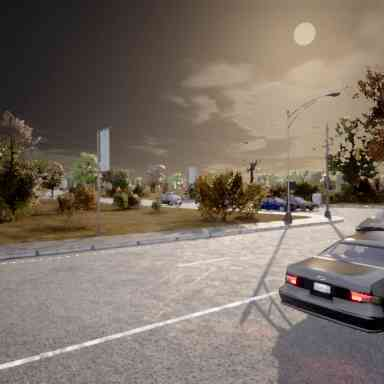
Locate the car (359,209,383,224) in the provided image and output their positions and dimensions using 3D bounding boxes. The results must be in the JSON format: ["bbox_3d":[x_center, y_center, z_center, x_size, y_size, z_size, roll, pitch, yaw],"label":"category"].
[{"bbox_3d":[9.658,1.465,15.479,5.357,1.411,2.033,-1,0,-38],"label":"car"}]

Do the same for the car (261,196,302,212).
[{"bbox_3d":[8.864,1.317,35.808,1.882,1.535,5.008,-1,0,-40],"label":"car"}]

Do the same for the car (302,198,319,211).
[{"bbox_3d":[11.644,1.363,37.942,2.033,1.411,5.357,-1,0,-39],"label":"car"}]

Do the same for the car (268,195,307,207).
[{"bbox_3d":[13.454,1.259,47.146,2.128,1.511,4.902,-1,0,-39],"label":"car"}]

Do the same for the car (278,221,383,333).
[{"bbox_3d":[4.055,1.528,6.668,5.357,1.411,2.033,0,0,-36],"label":"car"}]

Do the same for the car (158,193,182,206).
[{"bbox_3d":[-3.442,1.339,51.026,2.128,1.511,4.902,-1,0,-39],"label":"car"}]
